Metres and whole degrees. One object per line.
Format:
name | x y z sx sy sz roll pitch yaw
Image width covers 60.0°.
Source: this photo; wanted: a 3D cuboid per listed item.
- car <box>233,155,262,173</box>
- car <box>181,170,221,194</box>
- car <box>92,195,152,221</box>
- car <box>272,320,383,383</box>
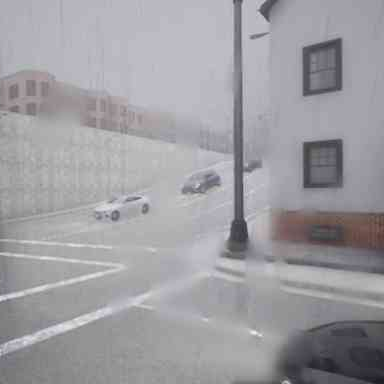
car | 6.512 -3.393 39.145 2.097 1.767 4.553 0 13 35
car | 0.848 -1.018 31.127 2.097 1.767 4.553 -1 13 34
car | -4.765 0.970 23.092 1.812 1.442 4.674 0 7 35
car | 2.799 1.518 1.976 4.674 1.442 1.812 0 0 36
